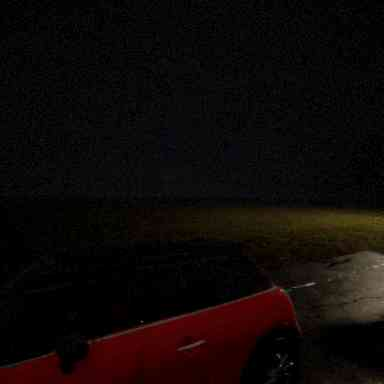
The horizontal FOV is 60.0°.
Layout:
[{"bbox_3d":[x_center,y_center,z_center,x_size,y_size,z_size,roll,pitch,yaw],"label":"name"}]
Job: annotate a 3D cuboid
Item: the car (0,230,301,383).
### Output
[{"bbox_3d":[-1.020,1.353,3.282,4.553,1.767,2.097,0,0,-36],"label":"car"}]
